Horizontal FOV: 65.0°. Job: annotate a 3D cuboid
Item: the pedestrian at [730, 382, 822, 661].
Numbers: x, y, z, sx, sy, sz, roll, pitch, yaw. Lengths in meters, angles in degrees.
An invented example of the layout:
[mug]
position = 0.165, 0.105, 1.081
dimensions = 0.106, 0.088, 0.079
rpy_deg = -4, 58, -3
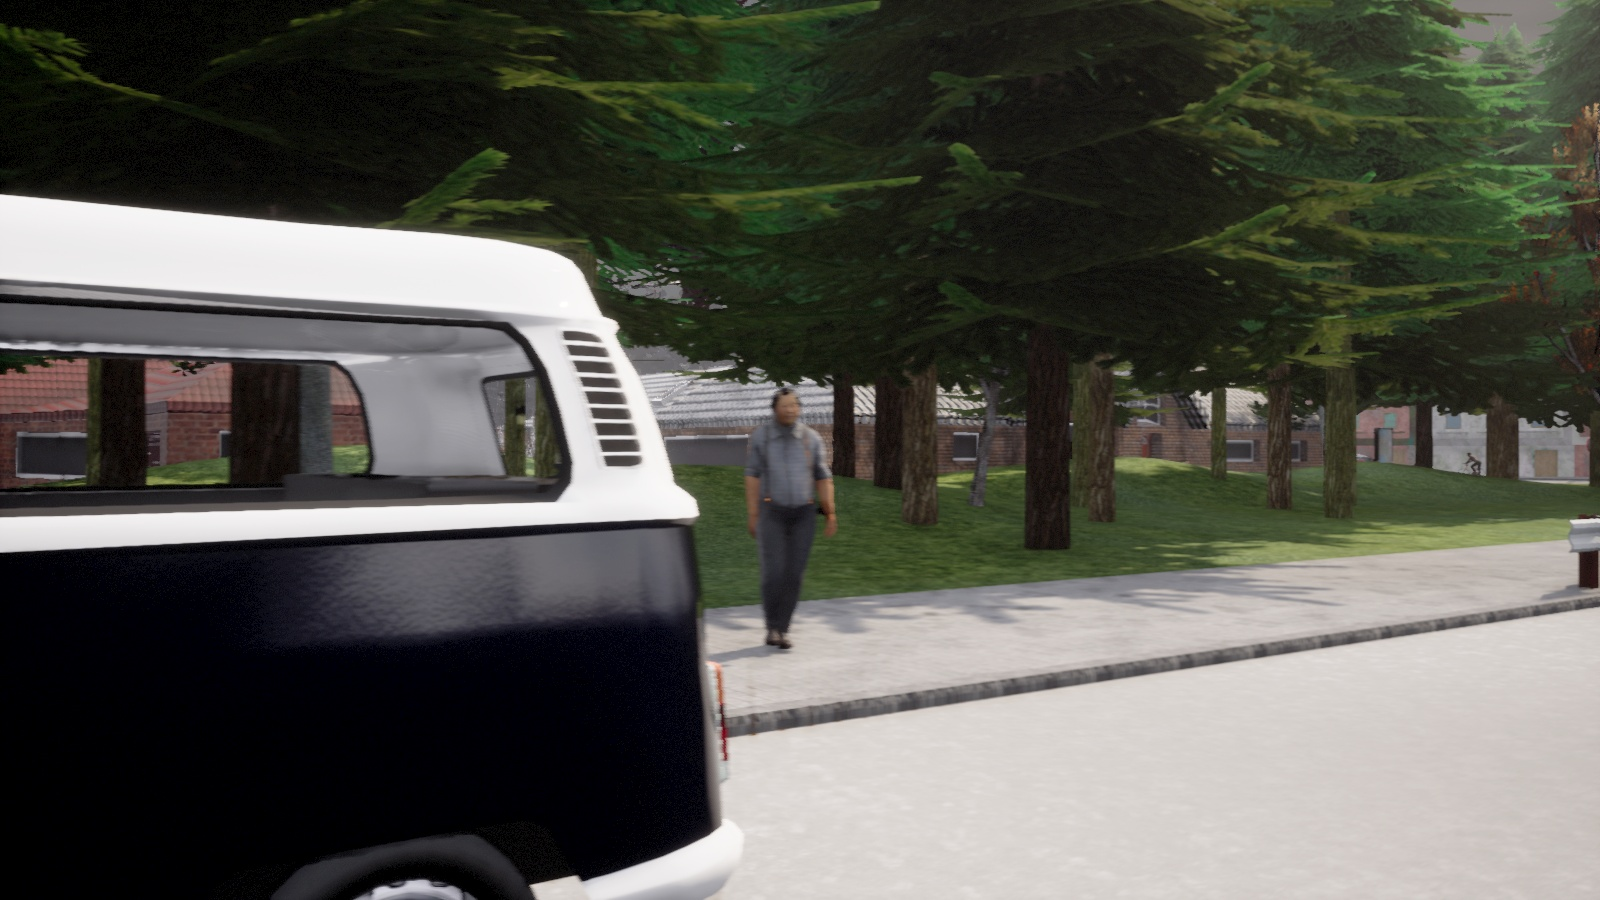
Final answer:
[pedestrian]
position = -0.176, 0.476, 8.721
dimensions = 0.540, 1.848, 0.694
rpy_deg = 0, 0, -9

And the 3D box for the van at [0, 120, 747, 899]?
[van]
position = -2.555, 0.478, 2.491
dimensions = 4.480, 2.038, 2.069
rpy_deg = 0, 0, -35

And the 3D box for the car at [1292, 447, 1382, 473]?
[car]
position = 35.101, 0.651, 82.141
dimensions = 2.152, 1.651, 5.027
rpy_deg = 0, 0, -35
